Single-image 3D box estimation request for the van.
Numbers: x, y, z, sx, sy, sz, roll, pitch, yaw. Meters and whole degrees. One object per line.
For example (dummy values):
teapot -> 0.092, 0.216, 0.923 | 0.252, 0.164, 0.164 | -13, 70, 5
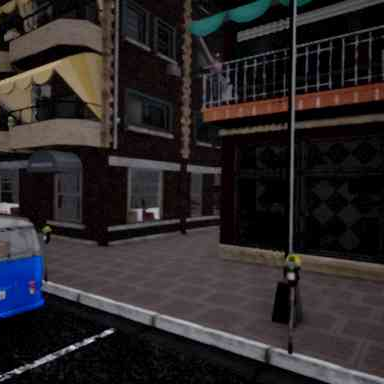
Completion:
van -> -4.375, 1.292, 5.972 | 3.998, 1.788, 1.690 | 0, 1, 35
